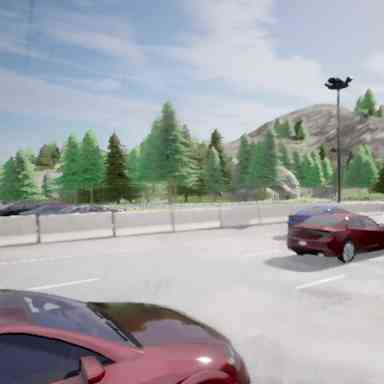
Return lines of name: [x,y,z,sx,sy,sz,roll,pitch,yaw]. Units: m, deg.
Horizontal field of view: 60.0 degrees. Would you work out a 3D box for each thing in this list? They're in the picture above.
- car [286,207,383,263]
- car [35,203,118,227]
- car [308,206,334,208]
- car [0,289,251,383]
car: [5.527,1.469,11.988,5.008,1.535,1.882,0,0,-36]
car: [-6.930,1.487,20.486,4.902,1.511,2.128,0,0,-35]
car: [7.130,1.466,17.431,5.008,1.535,1.882,0,0,-36]
car: [-1.497,1.564,2.679,4.181,1.385,1.994,0,0,-36]
